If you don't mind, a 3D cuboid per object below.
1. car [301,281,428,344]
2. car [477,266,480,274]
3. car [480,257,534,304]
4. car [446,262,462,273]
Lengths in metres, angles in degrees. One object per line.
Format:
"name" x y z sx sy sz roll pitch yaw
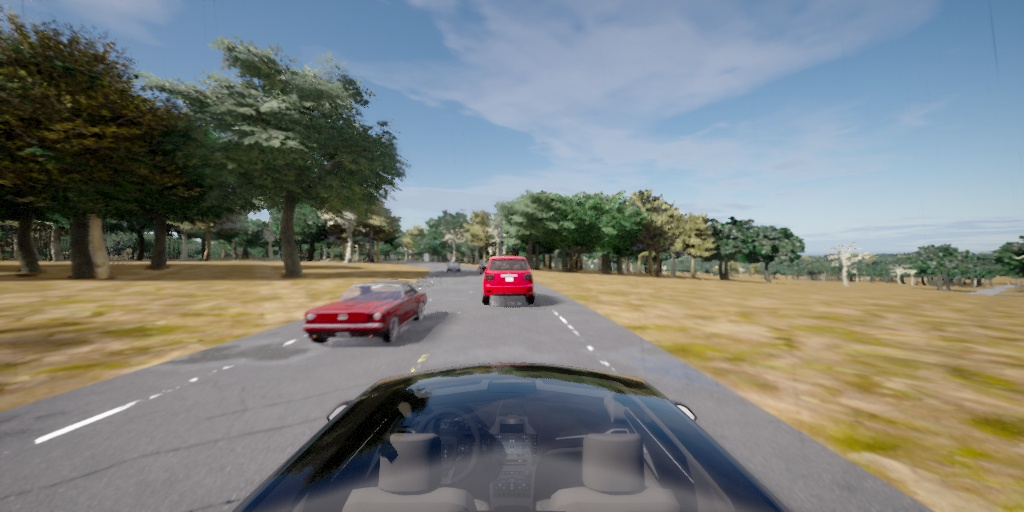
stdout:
"car" -3.736 1.411 9.986 1.895 1.301 4.718 0 0 -2
"car" -3.168 1.561 44.107 2.033 1.411 5.357 0 -1 -10
"car" -0.273 1.047 17.070 2.150 2.045 5.566 0 0 -3
"car" -8.190 1.618 50.394 1.812 1.442 4.674 0 0 -10
